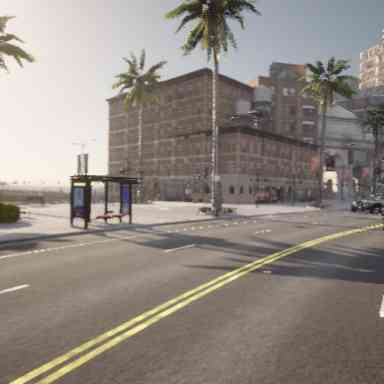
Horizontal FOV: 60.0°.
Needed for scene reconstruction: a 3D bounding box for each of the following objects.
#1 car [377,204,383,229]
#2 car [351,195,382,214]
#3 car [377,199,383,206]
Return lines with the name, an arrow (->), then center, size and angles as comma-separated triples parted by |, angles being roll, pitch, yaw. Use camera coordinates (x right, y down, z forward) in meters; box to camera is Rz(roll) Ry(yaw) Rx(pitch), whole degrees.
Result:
car -> 13.317, 1.612, 20.621 | 1.837, 1.490, 4.892 | 1, 1, 43
car -> 20.143, 1.349, 38.056 | 2.150, 2.045, 5.566 | 1, 0, 45
car -> 20.666, 1.685, 33.608 | 1.812, 1.442, 4.674 | 1, 0, 45
